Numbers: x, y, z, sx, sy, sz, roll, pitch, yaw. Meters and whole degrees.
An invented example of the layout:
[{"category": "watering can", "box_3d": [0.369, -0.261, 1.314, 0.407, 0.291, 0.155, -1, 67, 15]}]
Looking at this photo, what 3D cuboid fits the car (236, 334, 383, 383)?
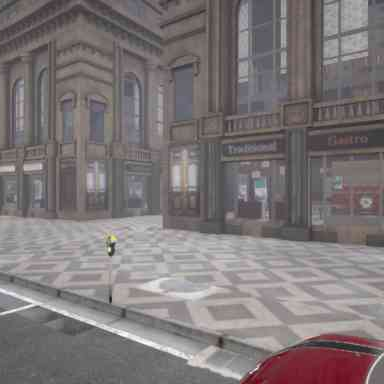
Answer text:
[{"category": "car", "box_3d": [1.966, 1.440, 1.554, 4.097, 1.590, 1.967, 0, 0, 36]}]
